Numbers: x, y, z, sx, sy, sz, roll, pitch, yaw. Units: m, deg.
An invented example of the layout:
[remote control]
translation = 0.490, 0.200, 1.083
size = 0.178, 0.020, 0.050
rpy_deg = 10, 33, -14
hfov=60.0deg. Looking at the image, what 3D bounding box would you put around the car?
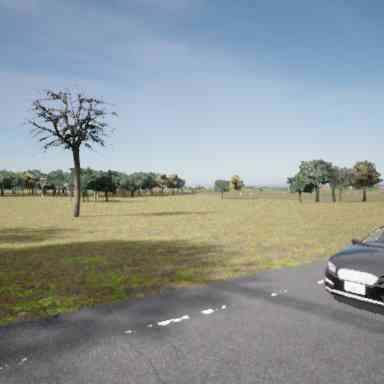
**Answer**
[car]
translation = 4.974, 1.480, 7.474
size = 4.902, 1.511, 2.128
rpy_deg = 0, 0, -35
